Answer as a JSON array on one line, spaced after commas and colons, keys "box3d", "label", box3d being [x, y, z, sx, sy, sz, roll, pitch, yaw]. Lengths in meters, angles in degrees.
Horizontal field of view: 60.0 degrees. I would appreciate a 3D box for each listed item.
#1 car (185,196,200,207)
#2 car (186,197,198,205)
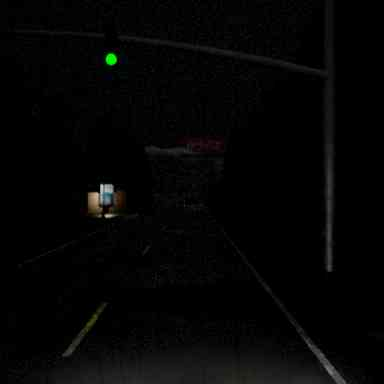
[{"box3d": [0.007, 1.410, 48.421, 1.837, 1.490, 4.892, 0, 0, 0], "label": "car"}, {"box3d": [0.009, 1.486, 58.836, 1.895, 1.301, 4.718, 0, 0, 0], "label": "car"}]
